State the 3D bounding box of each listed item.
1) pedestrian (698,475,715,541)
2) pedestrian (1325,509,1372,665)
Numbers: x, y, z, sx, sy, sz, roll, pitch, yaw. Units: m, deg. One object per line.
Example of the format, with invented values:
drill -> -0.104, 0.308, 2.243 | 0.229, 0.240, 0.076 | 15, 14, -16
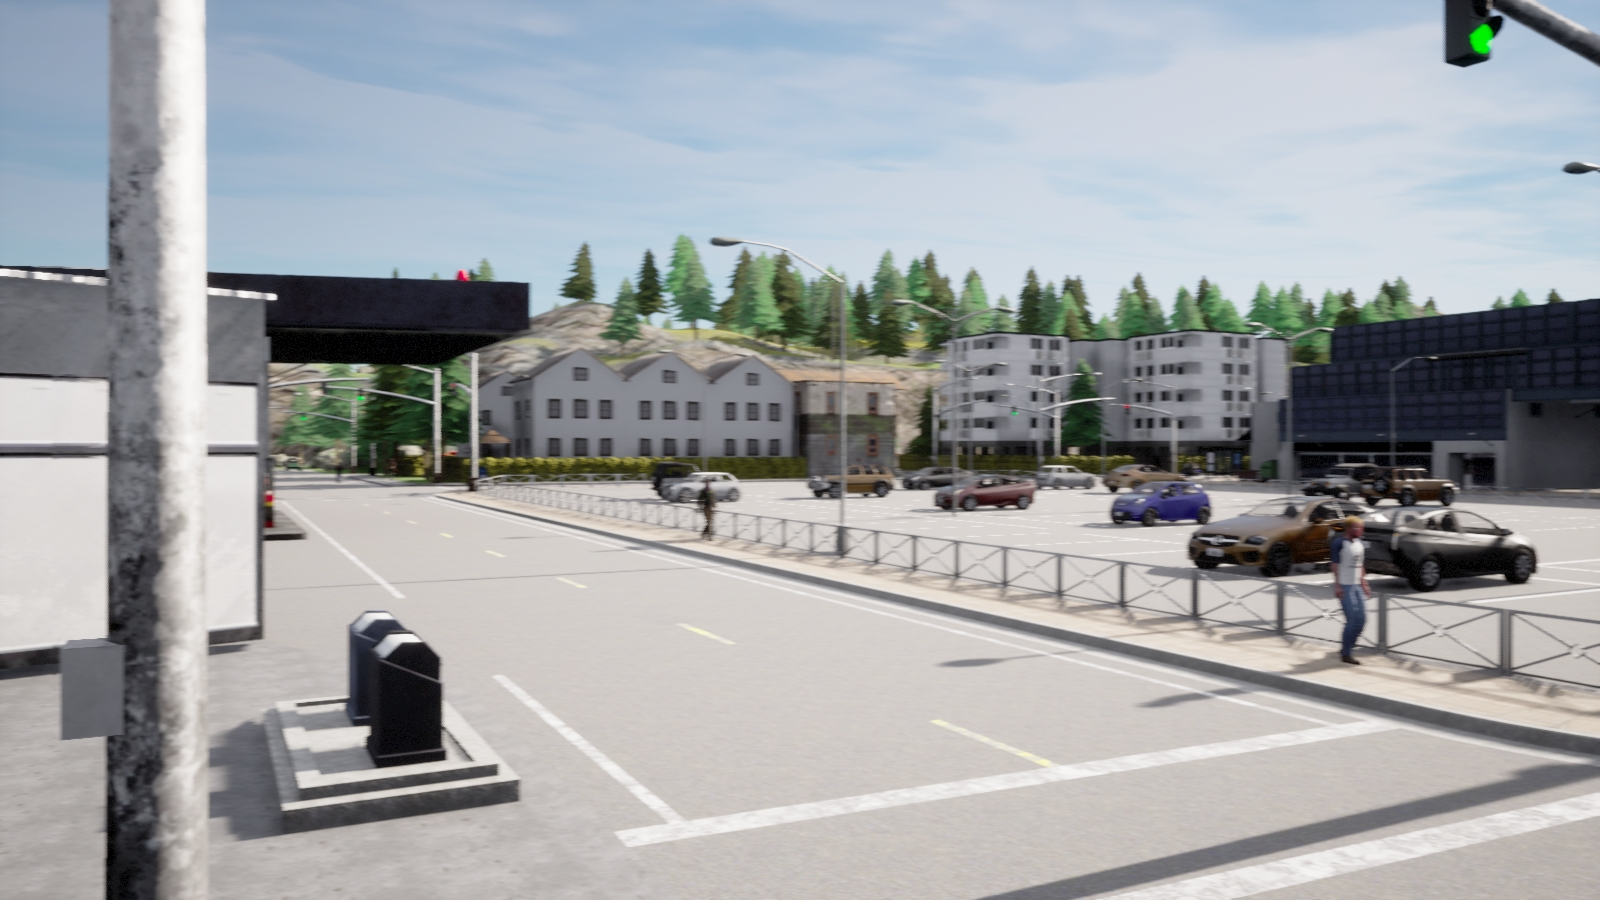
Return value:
pedestrian -> -2.669, 1.647, 32.537 | 0.375, 1.860, 0.375 | 0, 0, -25
pedestrian -> 6.756, 1.676, 14.083 | 0.375, 1.860, 0.375 | 0, 0, -30
